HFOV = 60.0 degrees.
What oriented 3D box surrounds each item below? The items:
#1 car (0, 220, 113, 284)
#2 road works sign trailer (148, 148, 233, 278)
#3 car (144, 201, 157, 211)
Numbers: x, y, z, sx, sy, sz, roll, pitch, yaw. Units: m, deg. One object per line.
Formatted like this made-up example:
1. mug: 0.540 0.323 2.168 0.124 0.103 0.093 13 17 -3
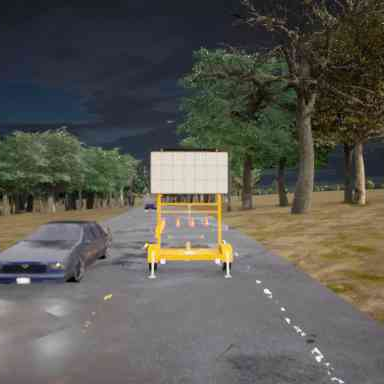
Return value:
1. car: -3.728 1.562 9.911 2.033 1.411 5.357 0 0 -1
2. road works sign trailer: -0.081 0.480 10.183 2.380 3.560 2.880 0 0 -2
3. car: -6.370 2.118 51.325 2.033 1.411 5.357 0 -1 -6
